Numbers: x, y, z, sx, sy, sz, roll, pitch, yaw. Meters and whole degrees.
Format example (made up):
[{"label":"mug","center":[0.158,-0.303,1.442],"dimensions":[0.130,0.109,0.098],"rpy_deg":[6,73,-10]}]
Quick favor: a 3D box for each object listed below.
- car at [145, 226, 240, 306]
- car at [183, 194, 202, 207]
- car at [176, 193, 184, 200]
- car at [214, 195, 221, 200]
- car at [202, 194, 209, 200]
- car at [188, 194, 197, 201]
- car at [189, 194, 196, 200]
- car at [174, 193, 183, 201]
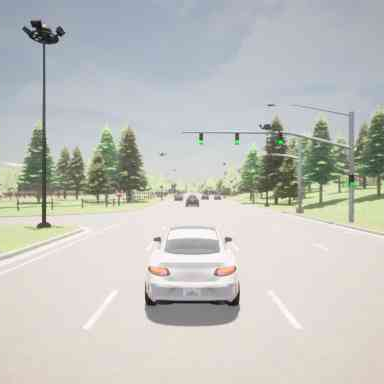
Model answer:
[{"label":"car","center":[0.018,1.525,7.895],"dimensions":[1.812,1.442,4.674],"rpy_deg":[0,0,0]},{"label":"car","center":[0.080,1.347,51.769],"dimensions":[2.097,1.767,4.553],"rpy_deg":[0,0,0]},{"label":"car","center":[-3.357,1.179,92.807],"dimensions":[2.097,1.767,4.553],"rpy_deg":[0,0,0]},{"label":"car","center":[7.144,1.517,93.234],"dimensions":[2.128,1.511,4.902],"rpy_deg":[0,0,0]},{"label":"car","center":[3.644,1.347,93.209],"dimensions":[2.097,1.767,4.553],"rpy_deg":[0,0,0]},{"label":"car","center":[0.128,1.340,82.798],"dimensions":[2.097,1.767,4.553],"rpy_deg":[0,0,0]},{"label":"car","center":[0.144,1.324,92.832],"dimensions":[1.837,1.490,4.892],"rpy_deg":[0,0,0]},{"label":"car","center":[-3.372,1.536,82.800],"dimensions":[1.994,1.385,4.181],"rpy_deg":[0,0,0]}]
